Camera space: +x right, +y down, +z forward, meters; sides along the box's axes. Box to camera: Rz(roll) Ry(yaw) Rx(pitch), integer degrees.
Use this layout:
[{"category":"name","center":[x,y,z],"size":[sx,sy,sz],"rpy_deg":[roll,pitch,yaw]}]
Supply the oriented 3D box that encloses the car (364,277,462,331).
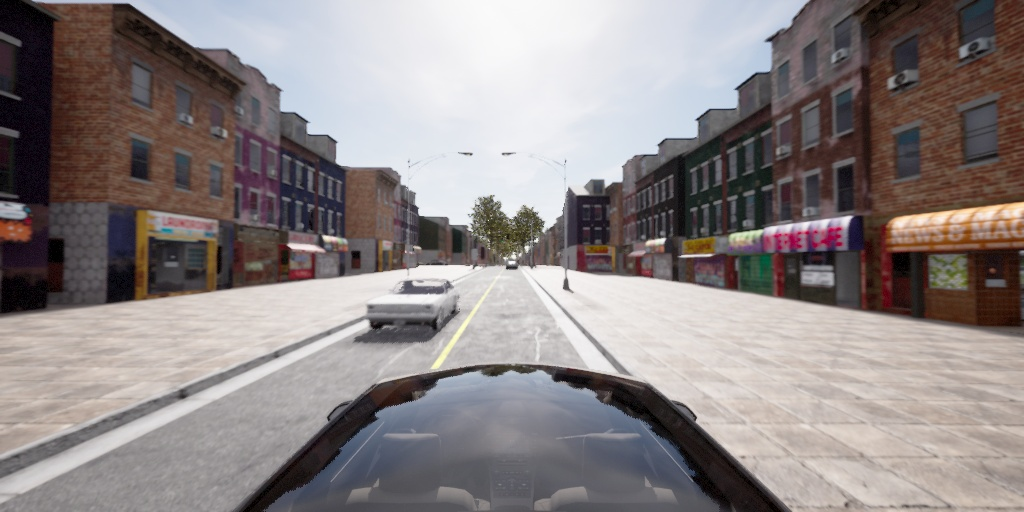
[{"category":"car","center":[-2.821,1.361,11.184],"size":[1.895,1.301,4.718],"rpy_deg":[0,0,0]}]

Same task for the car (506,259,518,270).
[{"category":"car","center":[-0.020,1.492,58.597],"size":[1.994,1.385,4.181],"rpy_deg":[0,0,0]}]
